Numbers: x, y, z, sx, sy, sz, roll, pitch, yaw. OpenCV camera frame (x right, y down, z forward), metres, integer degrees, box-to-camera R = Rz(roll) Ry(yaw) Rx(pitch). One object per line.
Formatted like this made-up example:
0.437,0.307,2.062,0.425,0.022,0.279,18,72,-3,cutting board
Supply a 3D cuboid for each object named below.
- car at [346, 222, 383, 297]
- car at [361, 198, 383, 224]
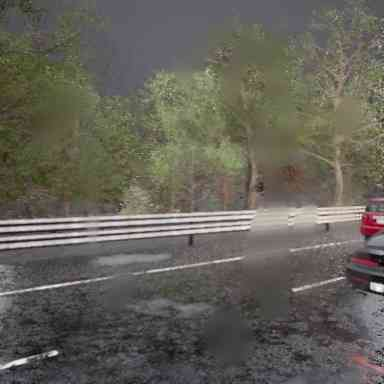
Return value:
5.460,1.546,7.604,4.892,1.490,1.837,0,0,-35,car
9.858,1.300,15.012,5.566,2.045,2.150,0,0,-35,car
